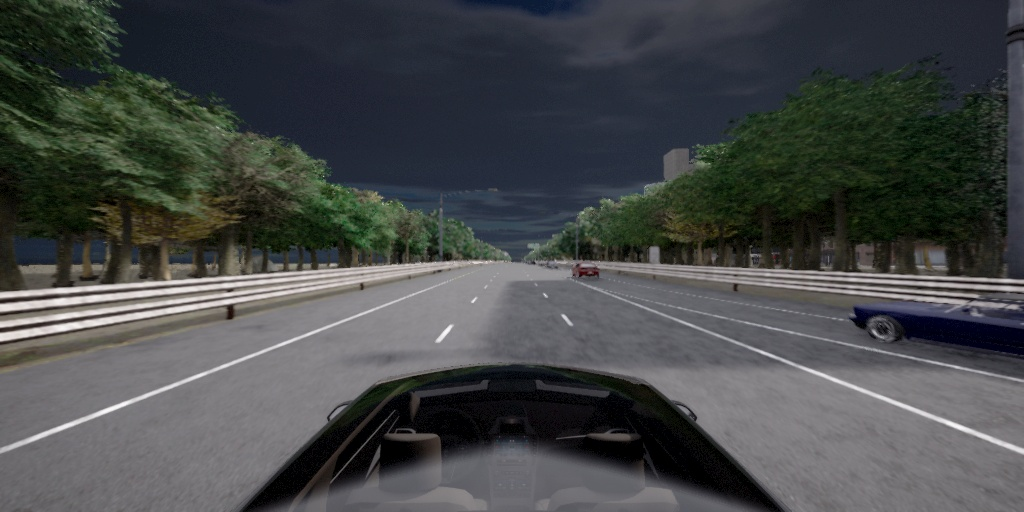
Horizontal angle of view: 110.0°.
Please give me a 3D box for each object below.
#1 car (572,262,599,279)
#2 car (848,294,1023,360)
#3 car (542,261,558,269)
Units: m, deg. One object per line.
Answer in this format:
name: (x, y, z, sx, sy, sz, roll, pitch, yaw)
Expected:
car: (7.016, 1.336, 34.617, 1.882, 1.535, 5.008, 0, 0, 0)
car: (9.827, 1.389, 7.046, 1.895, 1.301, 4.718, 0, 0, -13)
car: (7.037, 1.541, 64.246, 2.033, 1.411, 5.357, 0, 0, 0)
